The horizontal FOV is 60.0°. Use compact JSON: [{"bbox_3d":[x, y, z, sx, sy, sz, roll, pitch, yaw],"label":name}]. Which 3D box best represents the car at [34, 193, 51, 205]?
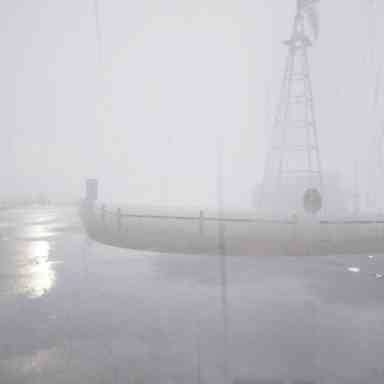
[{"bbox_3d":[-23.215,1.030,51.720,2.097,1.767,4.553,1,-1,-20],"label":"car"}]
